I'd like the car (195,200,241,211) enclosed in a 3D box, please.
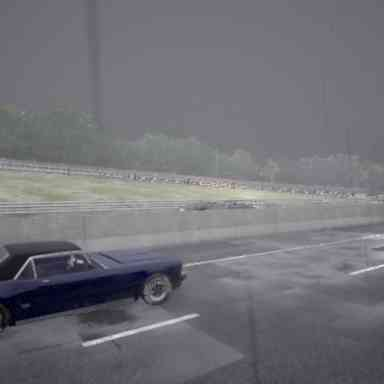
[{"bbox_3d":[3.046,1.492,27.620,4.902,1.511,2.128,0,0,-35],"label":"car"}]

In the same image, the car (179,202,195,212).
[{"bbox_3d":[1.018,1.492,30.472,4.902,1.511,2.128,0,0,-35],"label":"car"}]

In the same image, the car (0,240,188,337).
[{"bbox_3d":[-2.433,1.600,6.349,4.718,1.301,1.895,0,0,-35],"label":"car"}]

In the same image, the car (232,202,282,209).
[{"bbox_3d":[5.576,1.602,25.124,4.718,1.301,1.895,0,0,-35],"label":"car"}]
